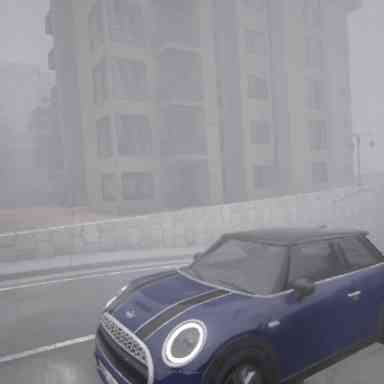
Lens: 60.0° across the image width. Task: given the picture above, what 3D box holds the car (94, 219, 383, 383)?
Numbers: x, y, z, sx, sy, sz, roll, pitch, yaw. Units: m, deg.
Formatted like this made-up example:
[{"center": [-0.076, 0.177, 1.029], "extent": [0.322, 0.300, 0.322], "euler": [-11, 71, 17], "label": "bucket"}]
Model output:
[{"center": [1.031, 1.340, 4.691], "extent": [4.553, 1.767, 2.097], "euler": [0, 0, -34], "label": "car"}]
